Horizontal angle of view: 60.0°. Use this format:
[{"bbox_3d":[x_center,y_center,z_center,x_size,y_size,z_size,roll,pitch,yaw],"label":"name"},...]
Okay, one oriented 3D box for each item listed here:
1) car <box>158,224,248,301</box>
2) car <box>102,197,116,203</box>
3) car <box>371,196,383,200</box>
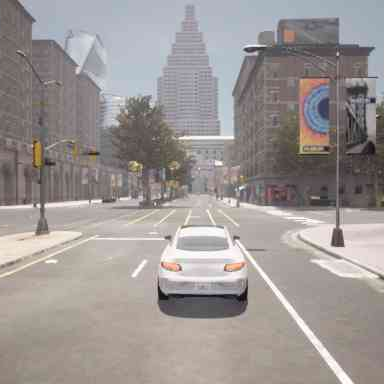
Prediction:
[{"bbox_3d":[0.254,1.526,8.242,1.812,1.442,4.674,0,0,2],"label":"car"},{"bbox_3d":[-16.791,1.595,67.295,1.895,1.301,4.718,0,0,1],"label":"car"},{"bbox_3d":[35.922,1.481,67.540,2.231,1.521,4.892,0,0,1],"label":"car"}]
